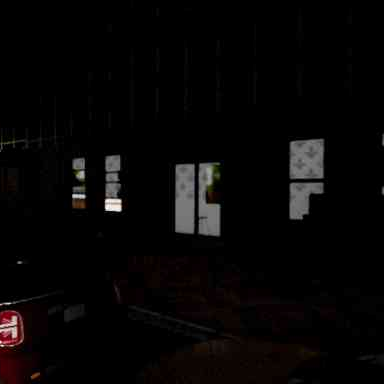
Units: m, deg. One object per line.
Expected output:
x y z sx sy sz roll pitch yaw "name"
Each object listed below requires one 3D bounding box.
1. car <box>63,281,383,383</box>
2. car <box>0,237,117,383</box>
1.533 1.528 1.780 4.829 1.417 1.752 1 0 35 "car"
-2.926 1.401 4.960 4.097 1.590 1.967 1 0 35 "car"
